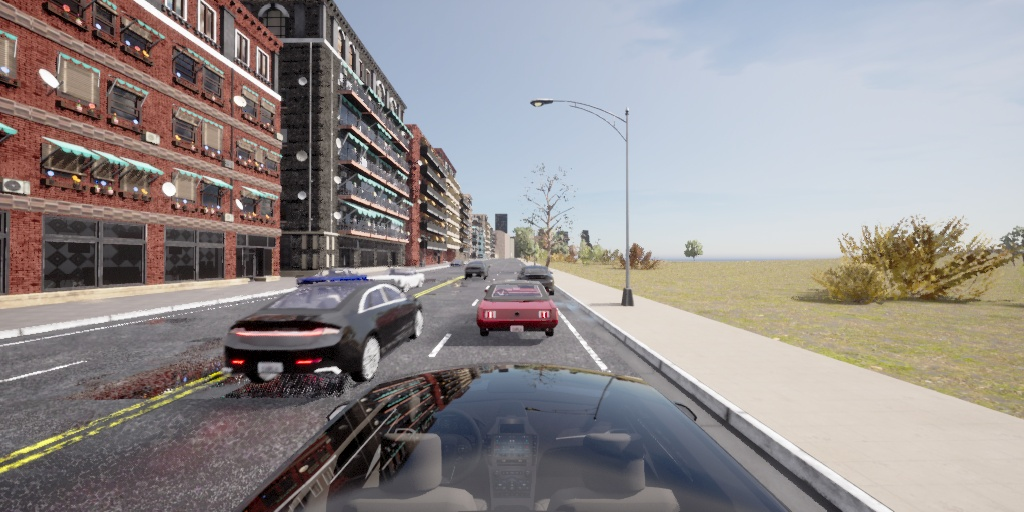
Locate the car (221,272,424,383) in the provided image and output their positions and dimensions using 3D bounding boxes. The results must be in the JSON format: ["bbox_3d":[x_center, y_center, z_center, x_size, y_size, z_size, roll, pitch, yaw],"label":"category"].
[{"bbox_3d":[-3.131,1.241,7.083,2.128,1.511,4.902,0,0,0],"label":"car"}]

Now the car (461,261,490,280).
[{"bbox_3d":[-3.036,1.258,31.576,1.837,1.490,4.892,0,0,0],"label":"car"}]

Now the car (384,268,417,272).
[{"bbox_3d":[-6.529,1.353,20.648,1.895,1.301,4.718,0,0,0],"label":"car"}]

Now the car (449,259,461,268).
[{"bbox_3d":[-9.576,1.297,62.710,2.033,1.411,5.357,0,0,1],"label":"car"}]

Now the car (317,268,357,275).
[{"bbox_3d":[-9.782,1.353,19.841,1.895,1.301,4.718,0,0,0],"label":"car"}]

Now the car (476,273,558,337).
[{"bbox_3d":[0.131,1.352,10.305,1.895,1.301,4.718,0,0,0],"label":"car"}]

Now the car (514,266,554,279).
[{"bbox_3d":[1.204,1.257,19.505,1.837,1.490,4.892,0,0,0],"label":"car"}]
